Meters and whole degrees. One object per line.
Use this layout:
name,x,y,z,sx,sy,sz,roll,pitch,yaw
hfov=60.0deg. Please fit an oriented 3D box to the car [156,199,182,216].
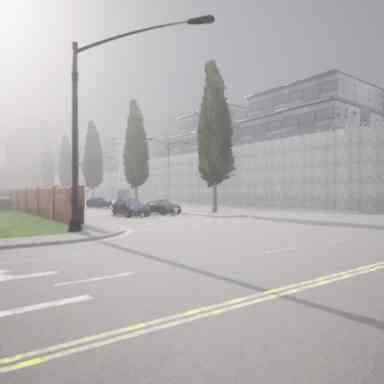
car,-2.862,1.471,32.118,2.128,1.511,4.902,0,0,-36

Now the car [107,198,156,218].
car,-5.461,1.335,29.738,2.097,1.767,4.553,0,0,-36

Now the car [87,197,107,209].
car,-12.851,1.457,45.864,1.882,1.535,5.008,0,0,-36
